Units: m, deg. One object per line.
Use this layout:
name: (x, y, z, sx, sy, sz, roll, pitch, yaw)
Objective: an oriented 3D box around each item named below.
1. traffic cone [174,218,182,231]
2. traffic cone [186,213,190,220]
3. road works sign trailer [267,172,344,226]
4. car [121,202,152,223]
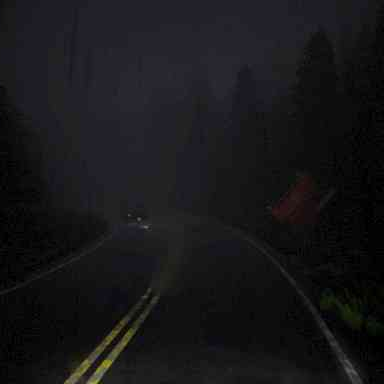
traffic cone: (-0.716, 1.833, 18.093, 0.340, 0.580, 0.340, -1, 1, -5)
traffic cone: (-0.280, 1.756, 24.150, 0.340, 0.580, 0.340, -1, 1, -5)
road works sign trailer: (4.987, 0.869, 13.508, 2.880, 2.380, 3.560, 39, 8, 6)
car: (-4.295, 1.450, 25.008, 2.033, 1.411, 5.357, -2, 0, -16)
